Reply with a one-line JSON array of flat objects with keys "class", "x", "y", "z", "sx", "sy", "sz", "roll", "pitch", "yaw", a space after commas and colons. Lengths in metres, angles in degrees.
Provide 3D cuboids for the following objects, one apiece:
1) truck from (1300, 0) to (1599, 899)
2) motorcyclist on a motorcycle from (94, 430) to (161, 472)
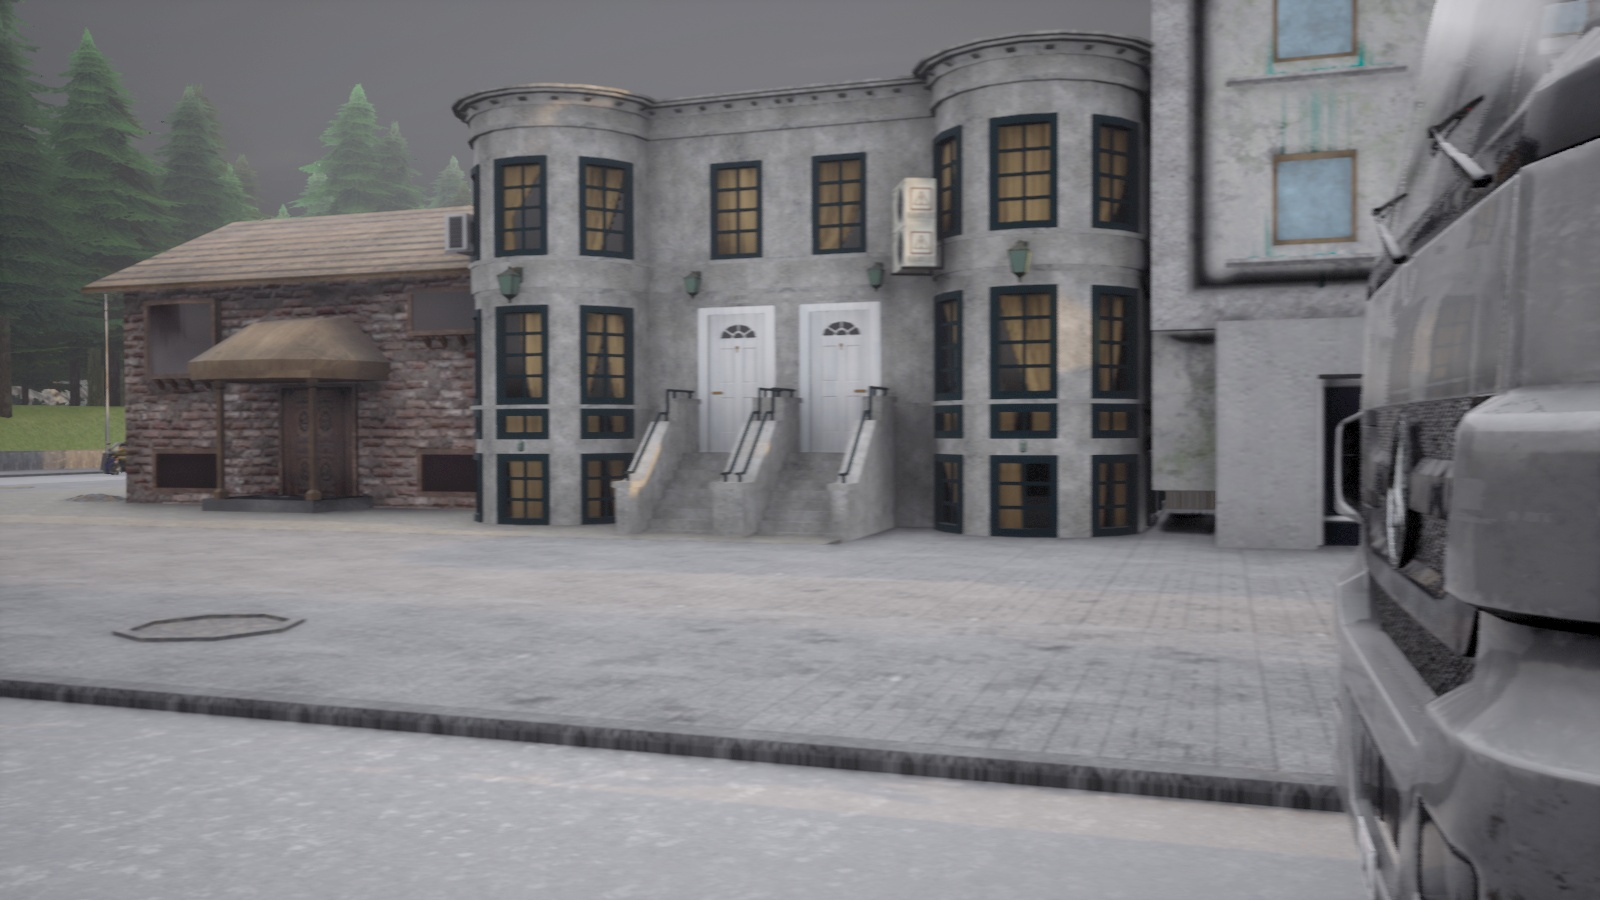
[{"class": "truck", "x": 5.151, "y": -0.168, "z": 1.973, "sx": 7.936, "sy": 3.462, "sz": 2.891, "roll": 1, "pitch": 1, "yaw": 19}, {"class": "motorcyclist on a motorcycle", "x": -24.991, "y": 0.020, "z": 46.694, "sx": 0.866, "sy": 1.530, "sz": 2.191, "roll": 1, "pitch": 1, "yaw": 19}]
